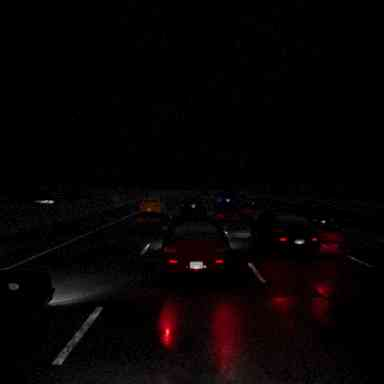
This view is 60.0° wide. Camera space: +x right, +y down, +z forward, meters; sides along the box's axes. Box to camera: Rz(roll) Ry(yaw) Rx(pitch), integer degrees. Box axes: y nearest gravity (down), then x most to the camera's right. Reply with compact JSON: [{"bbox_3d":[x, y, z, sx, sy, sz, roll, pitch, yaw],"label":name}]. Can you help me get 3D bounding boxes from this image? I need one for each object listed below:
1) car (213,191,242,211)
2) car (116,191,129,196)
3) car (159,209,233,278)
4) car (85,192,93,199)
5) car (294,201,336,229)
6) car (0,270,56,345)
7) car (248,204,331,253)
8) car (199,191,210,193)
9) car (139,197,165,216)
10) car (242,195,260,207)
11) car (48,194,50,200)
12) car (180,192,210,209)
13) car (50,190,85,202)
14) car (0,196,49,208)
[{"bbox_3d":[3.497,0.883,34.876,2.150,2.045,5.566,0,1,0],"label":"car"},{"bbox_3d":[-14.005,0.517,67.617,2.097,1.767,4.553,0,1,0],"label":"car"},{"bbox_3d":[0.100,1.453,9.767,1.812,1.442,4.674,0,1,0],"label":"car"},{"bbox_3d":[-21.006,0.744,65.111,2.033,1.411,5.357,0,1,0],"label":"car"},{"bbox_3d":[7.094,1.330,20.355,1.837,1.490,4.892,0,1,0],"label":"car"},{"bbox_3d":[-3.400,1.525,3.588,2.033,1.411,5.357,0,0,0],"label":"car"},{"bbox_3d":[3.499,1.424,13.110,1.812,1.442,4.674,0,1,0],"label":"car"},{"bbox_3d":[3.494,0.466,85.070,1.837,1.490,4.892,0,0,0],"label":"car"},{"bbox_3d":[-3.403,1.210,28.905,1.882,1.535,5.008,0,1,0],"label":"car"},{"bbox_3d":[7.097,1.109,40.920,1.812,1.442,4.674,0,1,0],"label":"car"},{"bbox_3d":[-24.518,0.826,59.708,1.812,1.442,4.674,0,1,0],"label":"car"},{"bbox_3d":[0.098,1.103,27.258,2.097,1.767,4.553,0,1,0],"label":"car"},{"bbox_3d":[-17.570,0.715,47.352,2.150,2.045,5.566,0,1,0],"label":"car"},{"bbox_3d":[-14.100,1.299,27.145,2.033,1.411,5.357,0,1,0],"label":"car"}]
